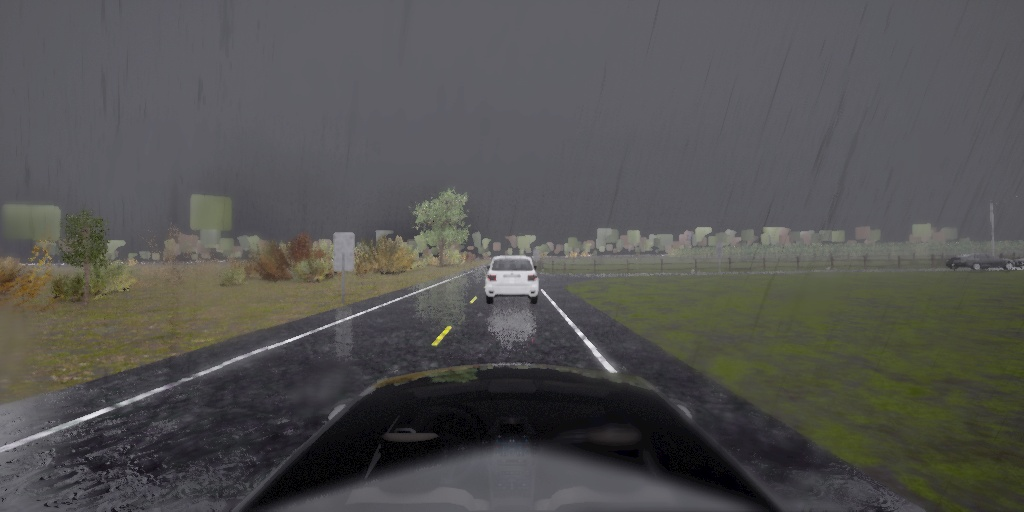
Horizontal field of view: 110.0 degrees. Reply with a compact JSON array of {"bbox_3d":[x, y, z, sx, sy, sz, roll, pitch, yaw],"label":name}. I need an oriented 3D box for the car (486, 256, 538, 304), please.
[{"bbox_3d":[0.000,1.011,16.530,2.150,2.045,5.566,0,0,0],"label":"car"}]

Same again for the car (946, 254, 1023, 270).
[{"bbox_3d":[43.532,0.532,33.361,4.892,1.490,1.837,-1,-1,0],"label":"car"}]
